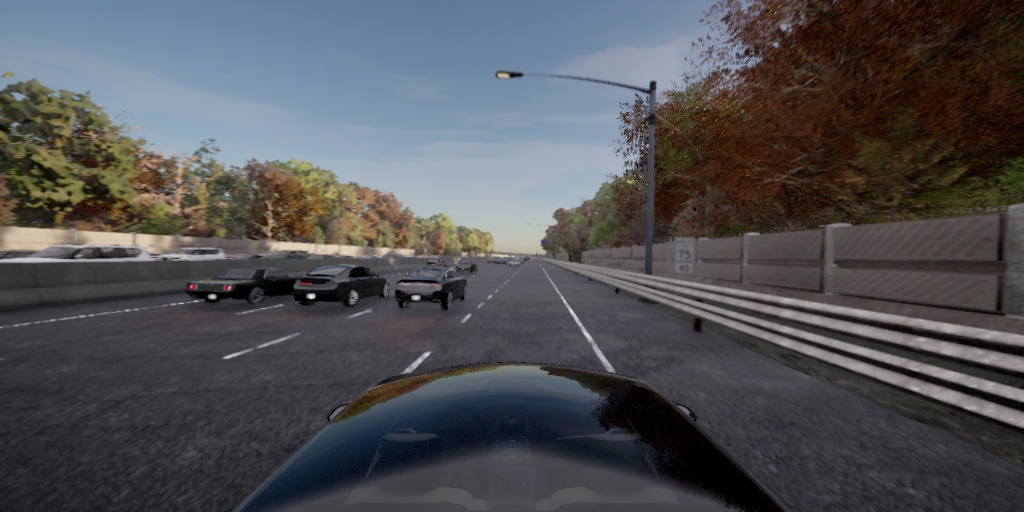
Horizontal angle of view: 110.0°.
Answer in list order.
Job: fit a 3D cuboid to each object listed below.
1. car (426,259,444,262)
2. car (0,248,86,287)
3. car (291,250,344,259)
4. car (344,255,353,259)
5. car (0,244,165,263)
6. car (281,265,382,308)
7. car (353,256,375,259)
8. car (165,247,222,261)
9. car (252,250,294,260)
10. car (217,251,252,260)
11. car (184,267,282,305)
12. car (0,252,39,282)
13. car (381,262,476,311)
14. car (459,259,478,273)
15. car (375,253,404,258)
[{"bbox_3d":[-8.402,1.038,39.869,1.837,1.490,4.892,1,0,4],"label":"car"},{"bbox_3d":[-23.948,0.500,16.905,2.097,1.767,4.553,1,0,4],"label":"car"},{"bbox_3d":[-19.234,0.613,35.720,2.097,1.767,4.553,1,0,4],"label":"car"},{"bbox_3d":[-25.106,0.620,53.151,1.837,1.490,4.892,1,0,4],"label":"car"},{"bbox_3d":[-20.437,0.457,16.959,2.150,2.045,5.566,1,0,4],"label":"car"},{"bbox_3d":[-6.501,1.093,14.291,1.837,1.490,4.892,1,0,4],"label":"car"},{"bbox_3d":[-21.532,0.732,54.188,1.812,1.442,4.674,1,0,4],"label":"car"},{"bbox_3d":[-29.886,0.215,33.651,2.150,2.045,5.566,1,0,4],"label":"car"},{"bbox_3d":[-22.703,0.398,36.136,2.150,2.045,5.566,1,0,4],"label":"car"},{"bbox_3d":[-26.232,0.592,35.868,1.837,1.490,4.892,1,0,4],"label":"car"},{"bbox_3d":[-10.008,1.099,14.352,1.895,1.301,4.718,1,0,4],"label":"car"},{"bbox_3d":[-27.419,0.552,17.477,2.128,1.511,4.902,1,0,4],"label":"car"},{"bbox_3d":[-3.001,1.166,14.190,2.128,1.511,4.902,1,0,4],"label":"car"},{"bbox_3d":[-4.925,1.111,39.449,2.128,1.511,4.902,1,0,4],"label":"car"},{"bbox_3d":[-18.029,0.568,54.025,2.150,2.045,5.566,1,0,4],"label":"car"}]
